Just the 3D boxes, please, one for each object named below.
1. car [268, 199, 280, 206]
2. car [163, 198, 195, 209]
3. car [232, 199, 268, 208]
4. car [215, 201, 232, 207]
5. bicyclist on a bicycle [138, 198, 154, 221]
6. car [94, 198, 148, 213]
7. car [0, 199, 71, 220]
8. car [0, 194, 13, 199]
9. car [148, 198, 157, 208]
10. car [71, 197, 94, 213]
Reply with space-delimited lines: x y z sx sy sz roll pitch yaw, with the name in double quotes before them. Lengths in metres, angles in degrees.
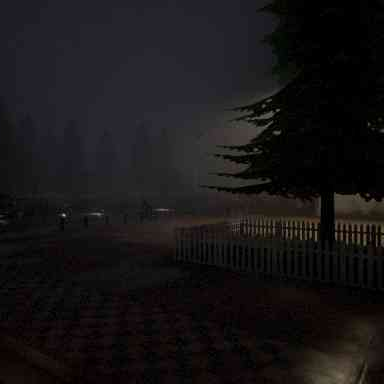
"car" 14.328 1.547 55.741 2.033 1.411 5.357 0 0 36
"car" -1.665 1.547 45.680 2.033 1.411 5.357 0 0 36
"car" 8.414 1.221 47.443 2.150 2.045 5.566 0 0 36
"car" 5.147 1.564 48.961 1.994 1.385 4.181 0 0 35
"bicyclist on a bicycle" -3.385 1.302 24.388 1.656 1.620 0.582 0 0 36
"car" -7.838 1.547 37.055 2.033 1.411 5.357 0 0 35
"car" -13.687 1.547 28.861 2.033 1.411 5.357 0 0 35
"car" -18.174 1.222 28.597 2.150 2.045 5.566 0 0 35
"car" -6.621 1.526 44.779 1.812 1.442 4.674 0 0 36
"car" -12.570 1.352 36.448 2.097 1.767 4.553 0 0 36
